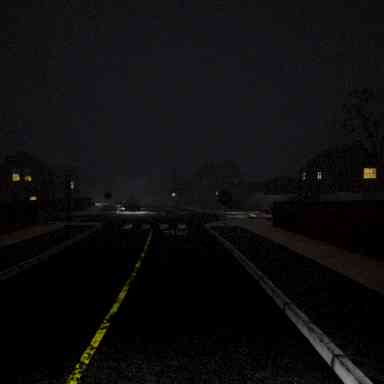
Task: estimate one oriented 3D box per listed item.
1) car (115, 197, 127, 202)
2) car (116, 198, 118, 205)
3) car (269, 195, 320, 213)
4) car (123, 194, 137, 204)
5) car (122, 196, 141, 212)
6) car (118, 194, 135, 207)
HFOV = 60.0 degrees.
[{"bbox_3d":[-17.564,1.844,82.351,1.994,1.385,4.181,0,0,-24],"label":"car"},{"bbox_3d":[-14.039,1.822,65.771,2.033,1.411,5.357,0,0,-18],"label":"car"},{"bbox_3d":[9.257,1.079,29.745,4.553,1.767,2.097,-1,1,-1],"label":"car"},{"bbox_3d":[-13.574,1.530,72.646,2.150,2.045,5.566,0,0,-21],"label":"car"},{"bbox_3d":[-7.400,1.570,41.432,1.882,1.535,5.008,0,0,-12],"label":"car"},{"bbox_3d":[-10.163,1.522,52.874,2.097,1.767,4.553,0,0,-16],"label":"car"}]
